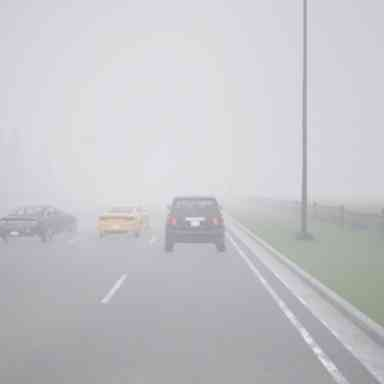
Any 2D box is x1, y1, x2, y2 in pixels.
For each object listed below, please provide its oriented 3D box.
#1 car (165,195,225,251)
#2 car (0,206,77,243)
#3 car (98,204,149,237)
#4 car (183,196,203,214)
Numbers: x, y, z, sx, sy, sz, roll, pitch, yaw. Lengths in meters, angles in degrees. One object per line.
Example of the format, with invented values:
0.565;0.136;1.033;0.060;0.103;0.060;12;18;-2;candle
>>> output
0.105;1.115;13.657;2.150;2.045;5.566;0;0;0;car
-6.894;1.373;15.366;2.128;1.511;4.902;0;1;0;car
-3.392;1.343;17.199;1.882;1.535;5.008;0;1;0;car
0.113;1.250;32.998;1.837;1.490;4.892;0;1;0;car
